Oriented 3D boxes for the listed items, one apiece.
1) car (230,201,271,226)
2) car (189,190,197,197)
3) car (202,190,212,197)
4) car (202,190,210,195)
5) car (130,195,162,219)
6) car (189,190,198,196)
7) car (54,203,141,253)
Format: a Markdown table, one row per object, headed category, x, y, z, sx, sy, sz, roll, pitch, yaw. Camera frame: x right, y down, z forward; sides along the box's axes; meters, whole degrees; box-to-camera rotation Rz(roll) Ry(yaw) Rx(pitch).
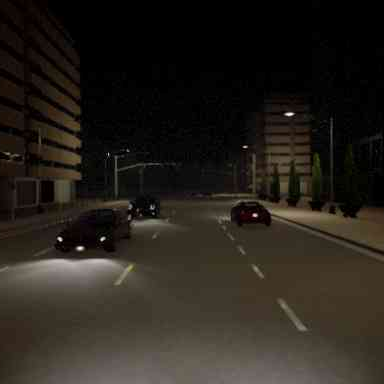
| category | x | y | z | sx | sy | sz | roll | pitch | yaw |
| --- | --- | --- | --- | --- | --- | --- | --- | --- | --- |
| car | 3.546 | 1.260 | 20.633 | 1.994 | 1.385 | 4.181 | 0 | 1 | 0 |
| car | 0.293 | 0.472 | 82.500 | 1.895 | 1.301 | 4.718 | 0 | 1 | 0 |
| car | 3.791 | 0.335 | 82.047 | 1.882 | 1.535 | 5.008 | 0 | 1 | 0 |
| car | 3.899 | 0.188 | 92.420 | 1.812 | 1.442 | 4.674 | 0 | 1 | 5 |
| car | -3.509 | 1.032 | 25.209 | 2.097 | 1.767 | 4.553 | 0 | 1 | 1 |
| car | 0.401 | 0.204 | 92.463 | 2.128 | 1.511 | 4.902 | 0 | 1 | 5 |
| car | -3.586 | 1.388 | 13.275 | 2.033 | 1.411 | 5.357 | 0 | 1 | 0 |
